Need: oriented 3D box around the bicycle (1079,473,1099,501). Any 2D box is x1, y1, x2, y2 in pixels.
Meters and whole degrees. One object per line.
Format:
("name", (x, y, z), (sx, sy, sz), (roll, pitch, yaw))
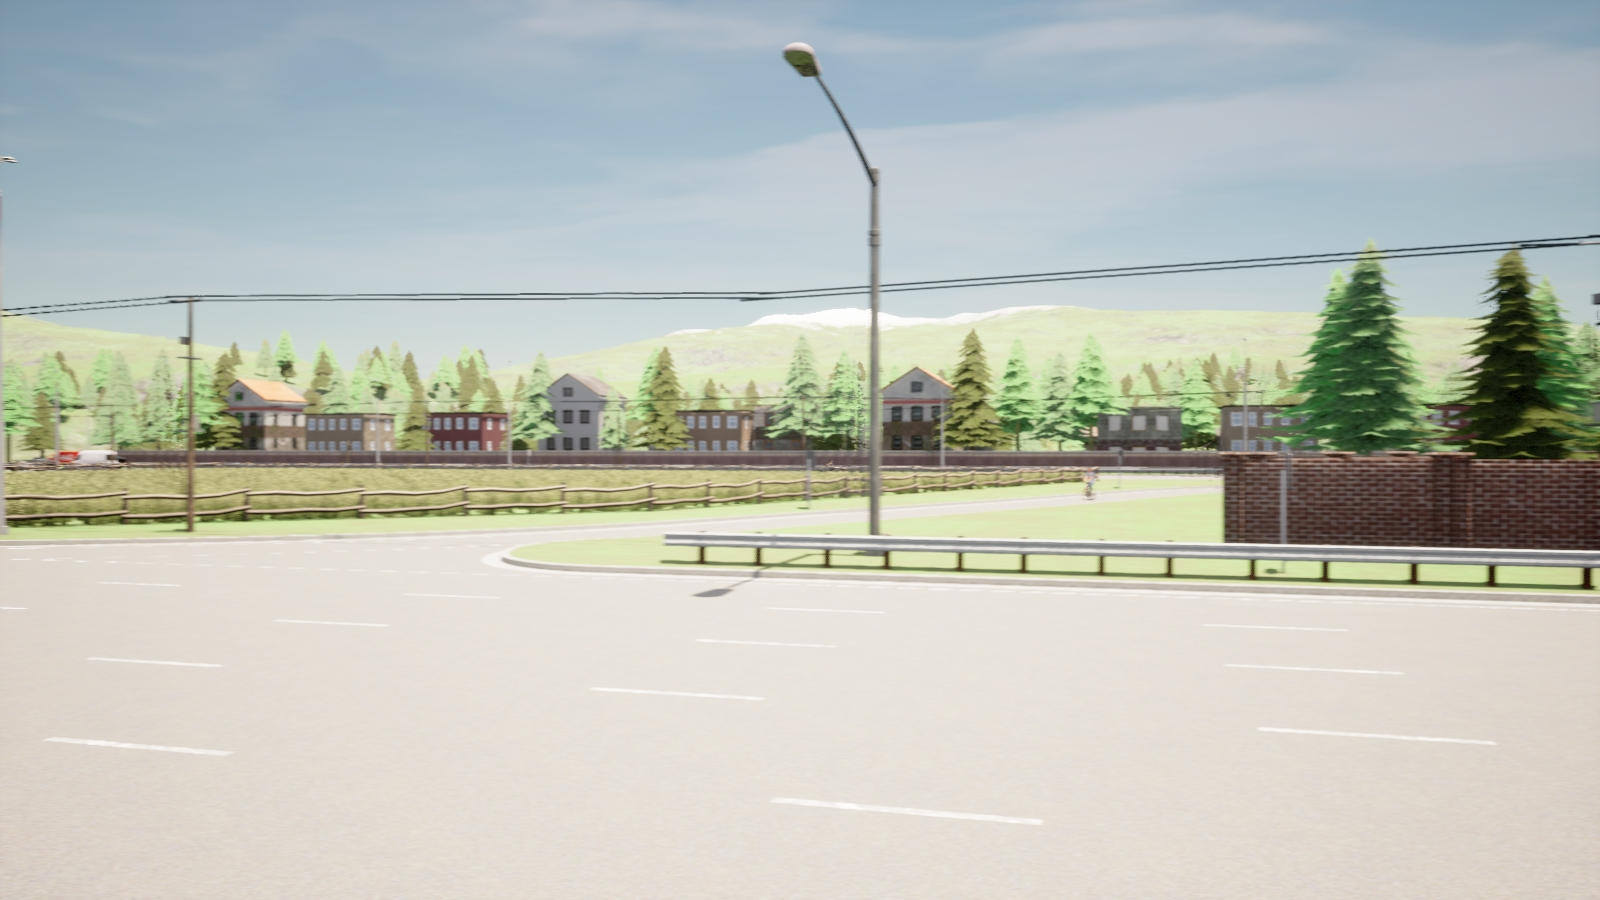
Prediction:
("bicycle", (15.789, 2.003, 62.399), (0.373, 1.496, 1.643), (0, 0, 39))
